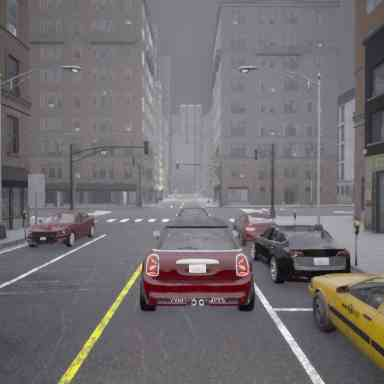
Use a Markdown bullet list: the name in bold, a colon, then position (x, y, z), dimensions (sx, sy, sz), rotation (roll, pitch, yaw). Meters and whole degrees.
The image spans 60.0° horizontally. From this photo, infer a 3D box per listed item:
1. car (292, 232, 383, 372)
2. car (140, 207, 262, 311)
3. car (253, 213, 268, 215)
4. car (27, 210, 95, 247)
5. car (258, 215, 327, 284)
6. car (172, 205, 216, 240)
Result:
- **car**: position (2.859, 1.524, 3.985), dimensions (1.752, 1.417, 4.829), rotation (-1, 0, 0)
- **car**: position (0.087, 1.349, 7.905), dimensions (2.097, 1.767, 4.553), rotation (0, 0, 0)
- **car**: position (2.841, 1.576, 14.987), dimensions (1.802, 1.307, 4.206), rotation (-1, 0, 0)
- **car**: position (-5.705, 1.539, 14.969), dimensions (1.887, 1.381, 4.507), rotation (-1, 0, 0)
- **car**: position (2.850, 1.562, 9.401), dimensions (1.947, 1.339, 4.313), rotation (-1, 0, 0)
- **car**: position (0.066, 1.541, 18.144), dimensions (2.033, 1.411, 5.357), rotation (0, 0, 0)
